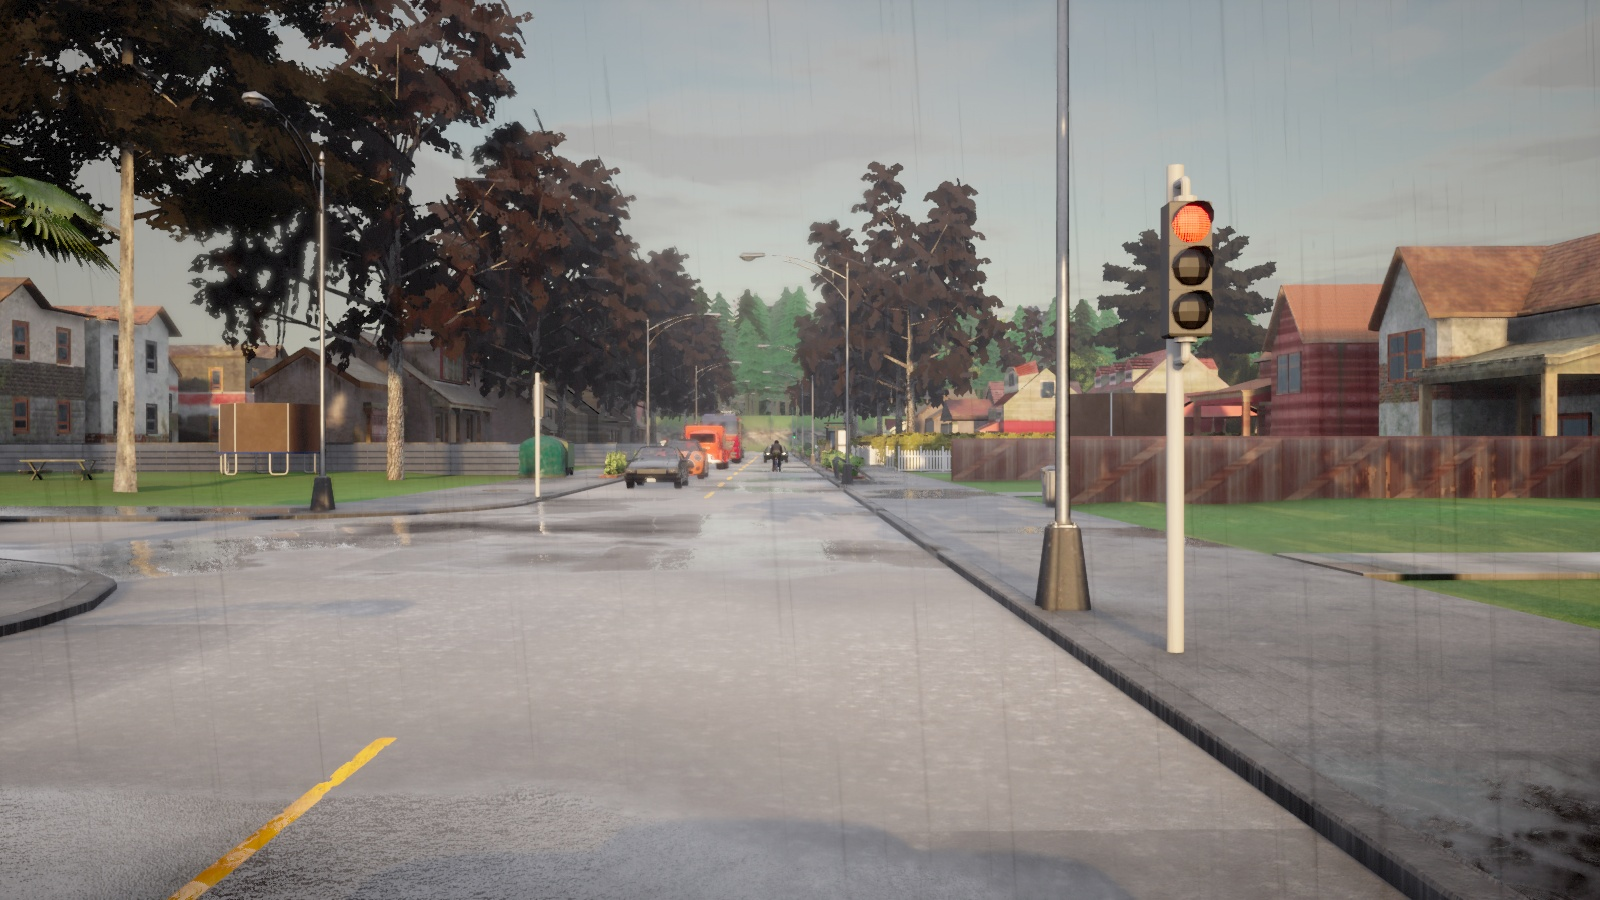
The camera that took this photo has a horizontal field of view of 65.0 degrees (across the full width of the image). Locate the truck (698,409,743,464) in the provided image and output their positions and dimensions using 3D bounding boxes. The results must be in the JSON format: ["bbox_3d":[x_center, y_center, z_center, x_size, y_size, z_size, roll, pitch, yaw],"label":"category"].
[{"bbox_3d":[-5.756,-0.941,91.827,2.891,3.827,8.468,0,0,-1],"label":"truck"}]

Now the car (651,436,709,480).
[{"bbox_3d":[-4.985,0.303,52.843,2.097,1.767,4.553,0,0,-1],"label":"car"}]

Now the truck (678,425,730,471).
[{"bbox_3d":[-5.331,-0.141,70.291,2.627,2.467,5.204,0,0,-1],"label":"truck"}]

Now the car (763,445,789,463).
[{"bbox_3d":[-1.837,0.304,95.968,1.895,1.301,4.718,0,0,-1],"label":"car"}]

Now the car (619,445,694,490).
[{"bbox_3d":[-4.789,0.549,42.690,2.033,1.411,5.357,0,0,-1],"label":"car"}]
